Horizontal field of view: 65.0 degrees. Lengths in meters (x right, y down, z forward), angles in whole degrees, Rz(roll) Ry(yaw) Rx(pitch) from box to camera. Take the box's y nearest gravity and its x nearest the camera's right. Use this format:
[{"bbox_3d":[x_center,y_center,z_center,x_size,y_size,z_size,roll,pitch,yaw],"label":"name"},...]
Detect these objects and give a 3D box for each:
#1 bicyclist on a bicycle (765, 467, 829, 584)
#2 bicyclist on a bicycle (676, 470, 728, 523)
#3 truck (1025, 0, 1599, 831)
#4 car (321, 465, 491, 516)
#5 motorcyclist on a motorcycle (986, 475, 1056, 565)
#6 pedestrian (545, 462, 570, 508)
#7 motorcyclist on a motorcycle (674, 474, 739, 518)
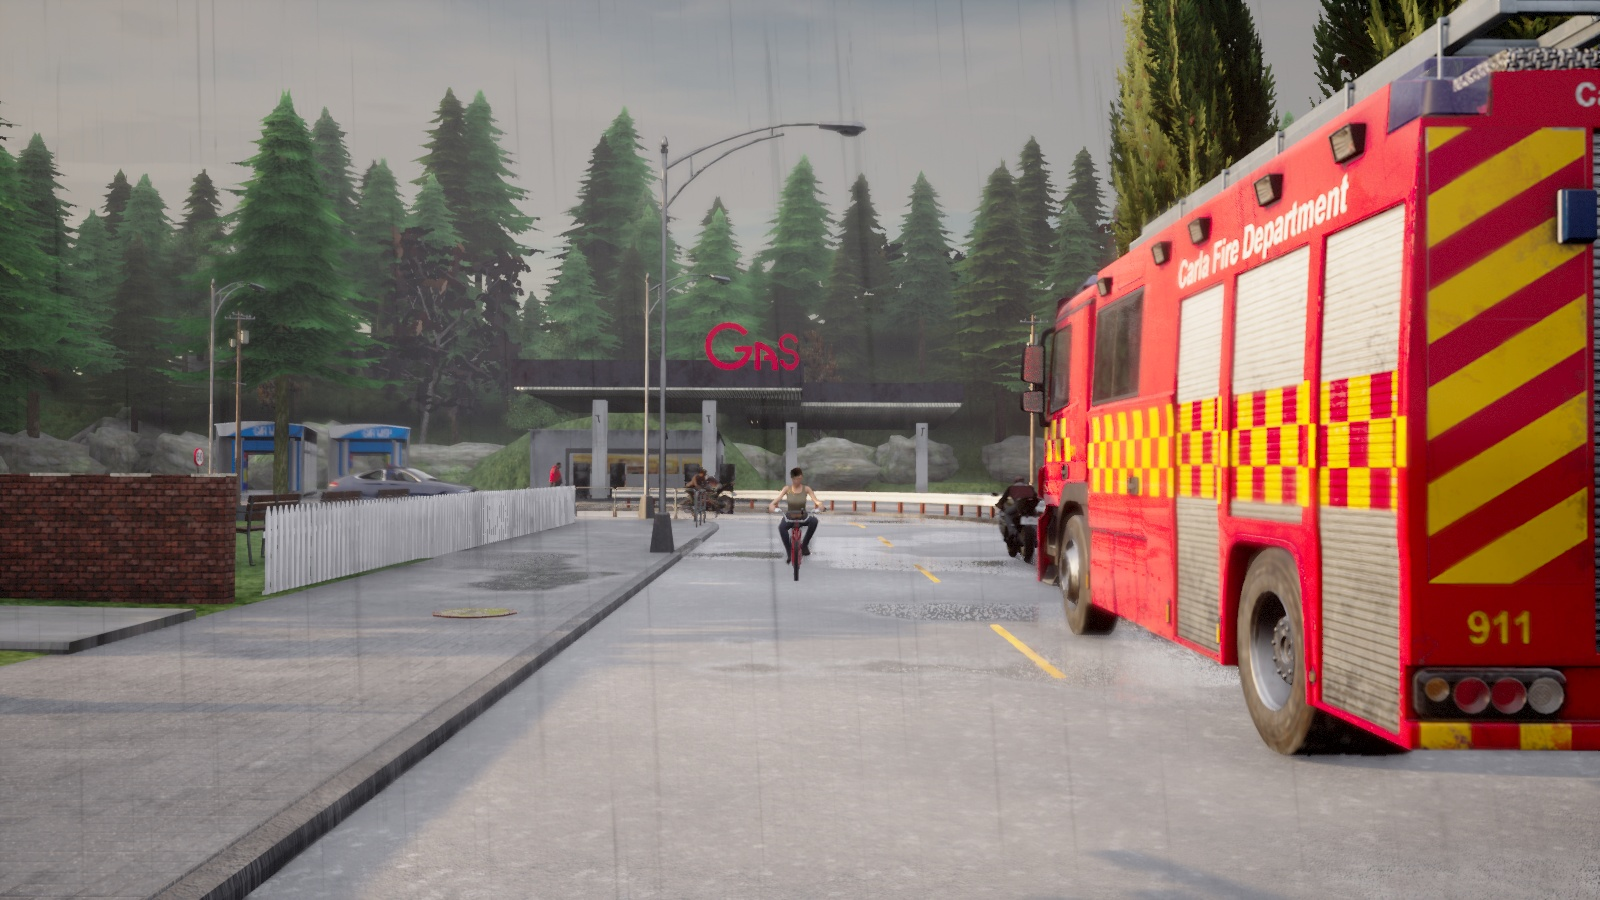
[{"bbox_3d":[-0.039,1.054,18.055,0.866,1.612,1.509,0,-1,0],"label":"bicyclist on a bicycle"},{"bbox_3d":[-3.098,1.446,39.727,1.656,1.620,0.582,-1,1,39],"label":"bicyclist on a bicycle"},{"bbox_3d":[3.972,-0.203,9.713,2.891,3.827,8.468,0,-1,0],"label":"truck"},{"bbox_3d":[-13.111,1.350,42.064,5.027,1.651,2.152,0,-1,0],"label":"car"},{"bbox_3d":[3.946,1.212,22.594,0.866,1.530,2.191,0,-1,0],"label":"motorcyclist on a motorcycle"},{"bbox_3d":[-9.827,1.417,50.933,0.899,1.844,0.634,0,-1,1],"label":"pedestrian"},{"bbox_3d":[-3.358,1.618,44.963,2.191,1.530,0.866,-1,0,27],"label":"motorcyclist on a motorcycle"}]
